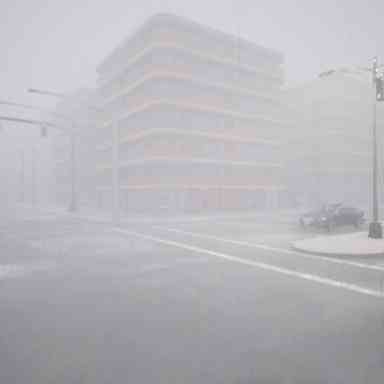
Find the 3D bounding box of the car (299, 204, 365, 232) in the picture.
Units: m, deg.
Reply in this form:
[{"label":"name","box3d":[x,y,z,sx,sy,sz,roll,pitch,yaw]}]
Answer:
[{"label":"car","box3d":[8.373,1.450,19.782,4.902,1.511,2.128,0,0,-35]}]
